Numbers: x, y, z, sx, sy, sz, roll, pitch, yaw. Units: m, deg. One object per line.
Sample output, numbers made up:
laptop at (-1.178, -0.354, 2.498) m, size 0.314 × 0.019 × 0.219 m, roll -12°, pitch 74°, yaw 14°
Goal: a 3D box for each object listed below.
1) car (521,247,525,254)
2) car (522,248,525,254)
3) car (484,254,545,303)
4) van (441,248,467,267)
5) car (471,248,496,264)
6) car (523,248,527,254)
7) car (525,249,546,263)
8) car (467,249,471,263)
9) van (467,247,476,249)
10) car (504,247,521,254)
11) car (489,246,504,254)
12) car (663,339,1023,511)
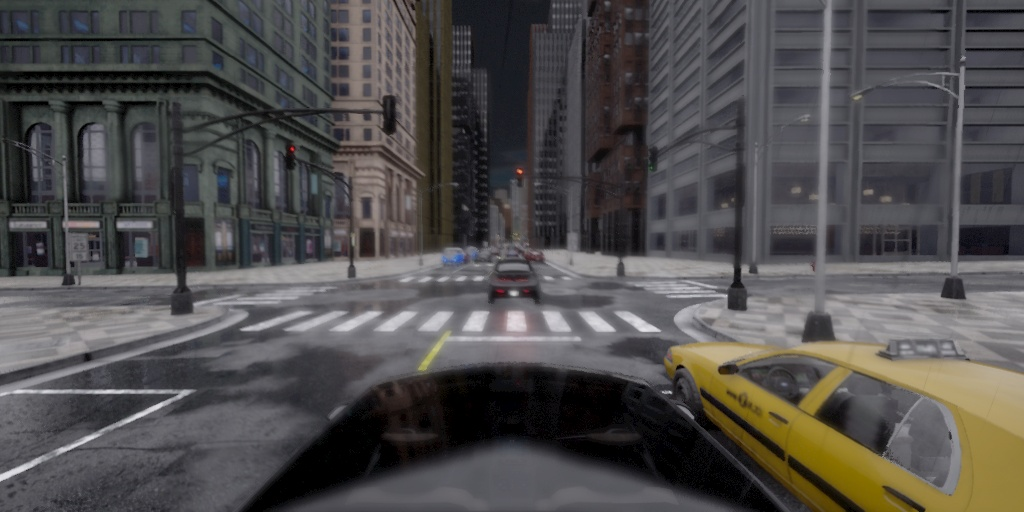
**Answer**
car at (2.827, -0.343, 57.371) m, size 1.751 × 1.417 × 4.829 m, roll 0°, pitch 0°, yaw 0°
car at (2.823, -0.164, 51.678) m, size 1.888 × 1.381 × 4.507 m, roll 0°, pitch 0°, yaw 0°
car at (0.087, 0.878, 14.234) m, size 1.837 × 1.490 × 4.892 m, roll -1°, pitch 3°, yaw 0°
van at (-5.746, 0.110, 35.135) m, size 1.690 × 1.789 × 3.998 m, roll 0°, pitch 0°, yaw 0°
car at (-3.058, 0.133, 39.989) m, size 1.837 × 1.490 × 4.892 m, roll 0°, pitch 2°, yaw 0°
car at (2.819, -0.005, 46.155) m, size 1.888 × 1.381 × 4.507 m, roll 0°, pitch 0°, yaw 0°
car at (2.815, 0.155, 40.632) m, size 1.888 × 1.381 × 4.507 m, roll 0°, pitch 0°, yaw 0°
car at (-5.740, 0.155, 40.658) m, size 1.888 × 1.381 × 4.507 m, roll 0°, pitch 0°, yaw 0°
van at (-5.728, -0.368, 51.703) m, size 1.690 × 1.789 × 3.998 m, roll 0°, pitch 0°, yaw 0°
car at (0.112, -0.395, 60.381) m, size 1.994 × 1.385 × 4.181 m, roll 0°, pitch 2°, yaw 0°
car at (-2.953, -0.683, 62.991) m, size 2.097 × 1.767 × 4.553 m, roll 0°, pitch 2°, yaw 0°
car at (2.769, 1.250, 2.725) m, size 1.751 × 1.417 × 4.829 m, roll 0°, pitch 0°, yaw 0°
